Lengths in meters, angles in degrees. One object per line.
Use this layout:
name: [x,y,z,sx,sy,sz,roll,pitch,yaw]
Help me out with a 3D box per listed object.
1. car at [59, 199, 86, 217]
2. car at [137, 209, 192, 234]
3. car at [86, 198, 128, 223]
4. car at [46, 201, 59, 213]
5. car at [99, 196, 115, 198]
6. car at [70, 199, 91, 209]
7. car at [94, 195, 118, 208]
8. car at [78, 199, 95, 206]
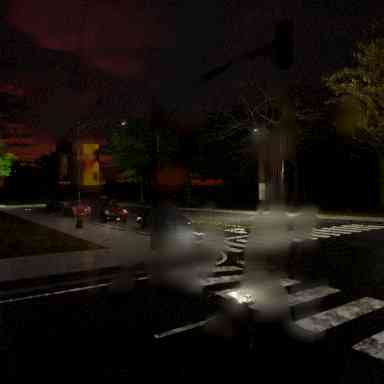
car: [-13.110,1.812,37.817,2.097,1.767,4.553,-1,0,-35]
car: [-2.002,1.819,22.046,2.033,1.411,5.357,-1,0,-29]
car: [-7.500,1.717,29.798,2.097,1.767,4.553,-1,0,-35]
car: [-18.867,2.035,46.121,1.882,1.535,5.008,-1,0,-35]
car: [-13.811,1.782,50.373,2.097,1.767,4.553,-1,0,-35]
car: [-19.674,2.079,58.683,2.033,1.411,5.357,-1,0,-35]
car: [-15.055,1.653,57.916,2.150,2.045,5.566,-1,0,-35]
car: [-21.172,2.100,66.661,1.994,1.385,4.181,-1,0,-35]
